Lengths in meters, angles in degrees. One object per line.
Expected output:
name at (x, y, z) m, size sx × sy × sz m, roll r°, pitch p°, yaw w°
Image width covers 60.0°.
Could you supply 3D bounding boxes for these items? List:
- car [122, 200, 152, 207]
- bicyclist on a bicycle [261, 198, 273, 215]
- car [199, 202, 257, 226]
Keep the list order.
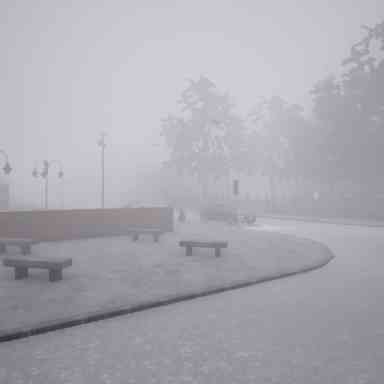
car at (-5.813, 1.563, 35.132) m, size 1.994 × 1.385 × 4.181 m, roll 0°, pitch 0°, yaw -35°
bicyclist on a bicycle at (7.079, 1.349, 31.453) m, size 1.656 × 1.620 × 0.582 m, roll 0°, pitch 0°, yaw -35°
car at (2.432, 1.505, 23.506) m, size 1.837 × 1.490 × 4.892 m, roll 0°, pitch 0°, yaw -35°
